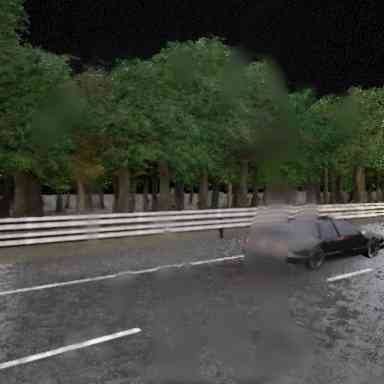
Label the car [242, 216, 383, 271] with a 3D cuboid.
[{"bbox_3d":[4.094,1.506,10.776,5.357,1.411,2.033,0,0,-34],"label":"car"}]
